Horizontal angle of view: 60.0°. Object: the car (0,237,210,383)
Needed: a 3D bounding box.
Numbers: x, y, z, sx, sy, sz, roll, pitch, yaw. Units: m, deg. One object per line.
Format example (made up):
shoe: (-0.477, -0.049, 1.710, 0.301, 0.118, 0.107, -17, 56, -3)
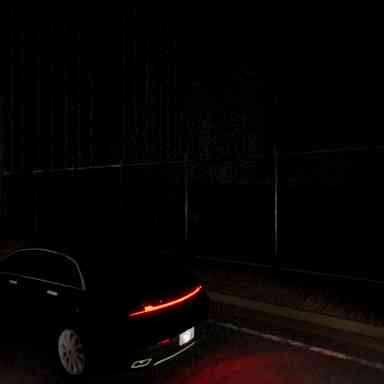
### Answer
car: (-2.027, 1.505, 5.462, 4.892, 1.490, 1.837, 0, 0, 36)
